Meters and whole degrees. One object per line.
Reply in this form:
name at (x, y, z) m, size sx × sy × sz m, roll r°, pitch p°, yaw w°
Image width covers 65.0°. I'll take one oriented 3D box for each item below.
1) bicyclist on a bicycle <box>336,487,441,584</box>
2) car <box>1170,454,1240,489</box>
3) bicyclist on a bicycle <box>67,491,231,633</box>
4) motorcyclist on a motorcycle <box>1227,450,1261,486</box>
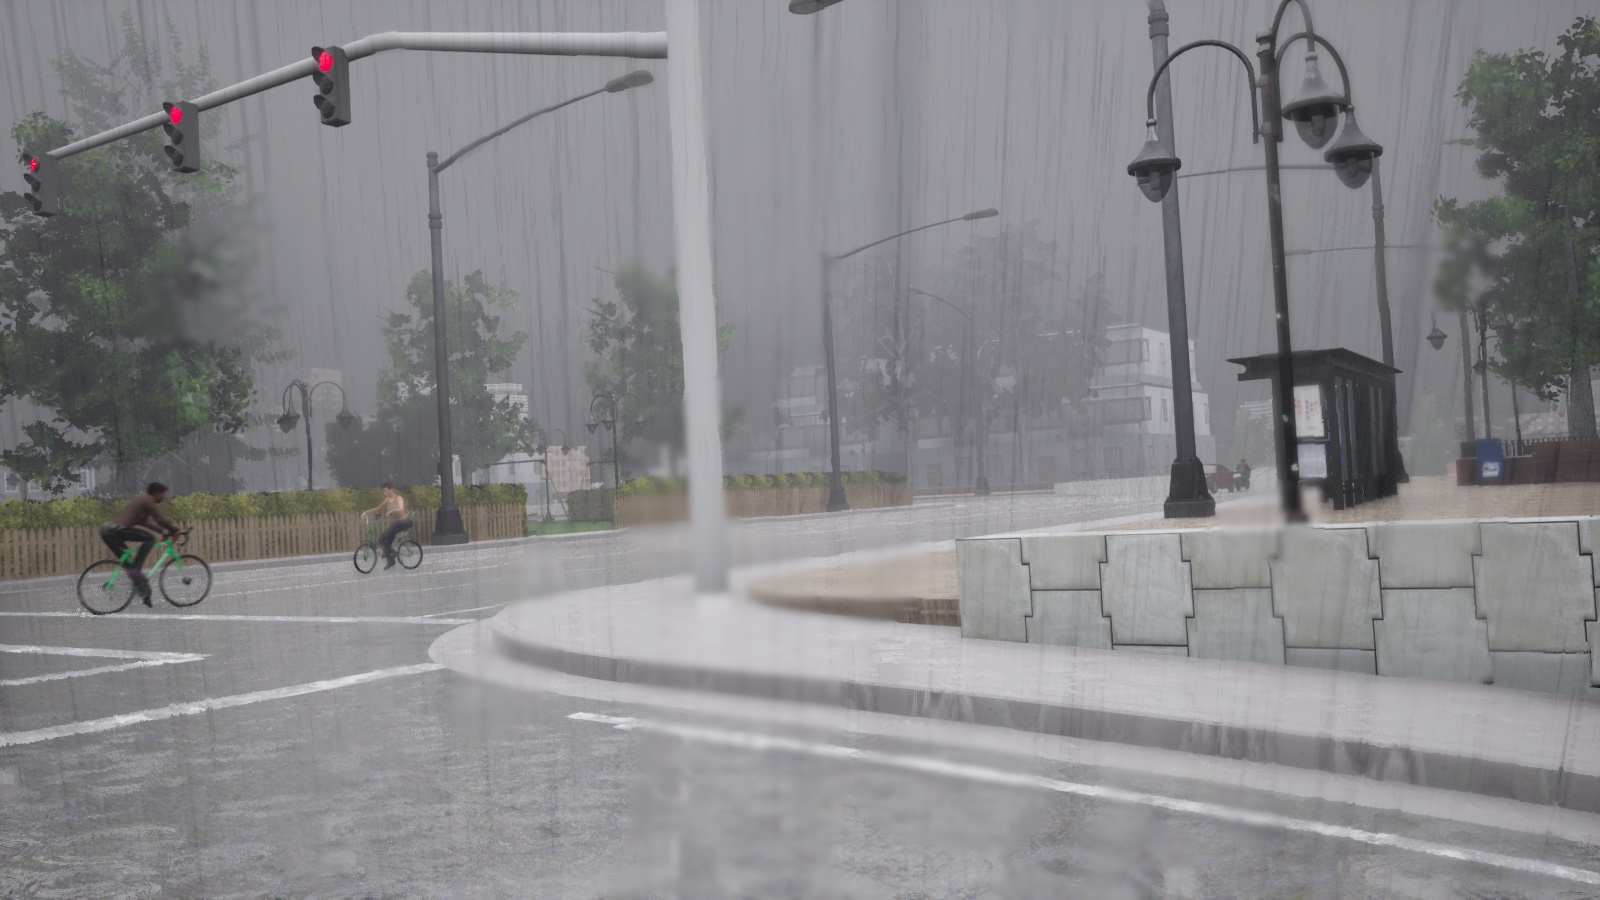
bicyclist on a bicycle at (-7.432, 1.534, 22.724) m, size 0.866 × 1.612 × 1.509 m, roll -5°, pitch -2°, yaw 35°
car at (20.550, 1.059, 63.584) m, size 1.882 × 1.535 × 5.008 m, roll -6°, pitch -3°, yaw 34°
bicyclist on a bicycle at (-8.162, 1.379, 15.793) m, size 0.582 × 1.620 × 1.656 m, roll -6°, pitch -3°, yaw 39°
motorcyclist on a motorcycle at (20.050, 0.789, 56.687) m, size 0.797 × 1.523 × 2.044 m, roll -6°, pitch -3°, yaw 34°
